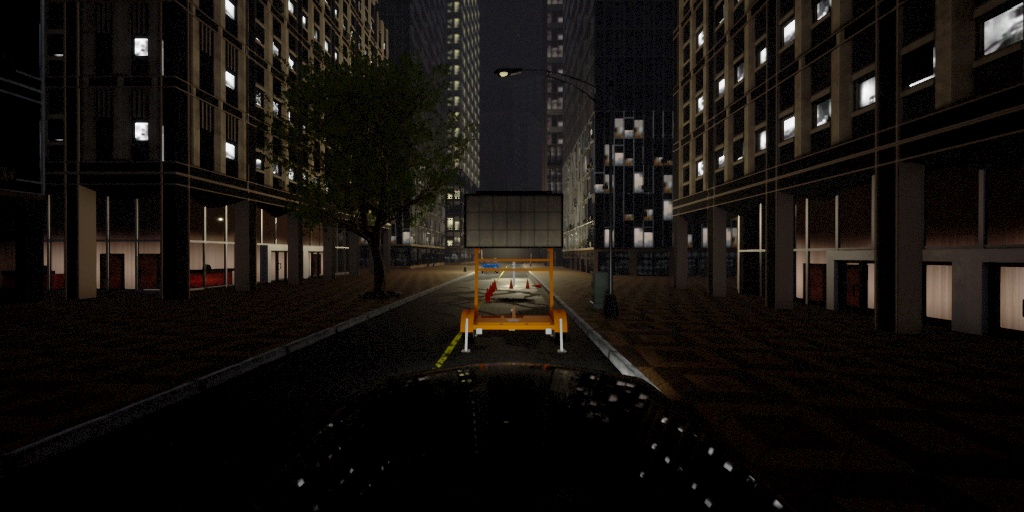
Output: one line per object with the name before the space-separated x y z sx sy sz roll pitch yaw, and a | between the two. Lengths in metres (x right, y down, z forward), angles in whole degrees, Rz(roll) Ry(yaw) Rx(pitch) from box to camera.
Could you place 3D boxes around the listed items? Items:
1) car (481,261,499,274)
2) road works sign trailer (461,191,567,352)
car | -2.516 1.258 41.479 1.882 1.535 5.008 0 0 0
road works sign trailer | 0.047 0.214 8.878 2.380 3.560 2.880 0 0 0
